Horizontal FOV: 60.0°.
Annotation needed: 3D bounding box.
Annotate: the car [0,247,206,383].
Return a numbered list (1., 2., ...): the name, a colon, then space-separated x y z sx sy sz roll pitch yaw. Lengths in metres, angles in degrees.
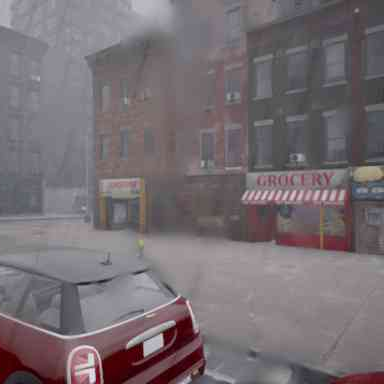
1. car: -1.929 1.439 4.218 4.097 1.590 1.967 0 0 36

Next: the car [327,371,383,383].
1. car: 2.533 1.545 0.998 4.507 1.381 1.887 0 0 36
